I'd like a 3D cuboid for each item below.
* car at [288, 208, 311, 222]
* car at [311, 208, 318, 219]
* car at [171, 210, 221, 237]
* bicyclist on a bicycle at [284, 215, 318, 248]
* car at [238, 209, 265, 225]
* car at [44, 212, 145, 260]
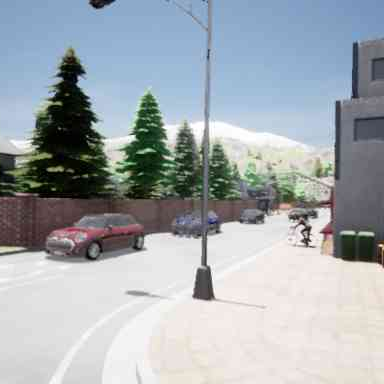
[{"bbox_3d":[13.093,2.915,40.877,1.837,1.490,4.892,1,-1,26],"label":"car"},{"bbox_3d":[18.286,3.279,51.467,1.837,1.490,4.892,1,-1,26],"label":"car"},{"bbox_3d":[0.354,2.060,23.315,2.097,1.767,4.553,1,-1,26],"label":"car"},{"bbox_3d":[5.486,1.978,16.796,1.656,1.620,0.582,0,-2,26],"label":"bicyclist on a bicycle"},{"bbox_3d":[6.448,2.639,35.702,1.837,1.490,4.892,1,-1,26],"label":"car"},{"bbox_3d":[-4.018,1.753,14.413,2.097,1.767,4.553,1,-1,26],"label":"car"}]
